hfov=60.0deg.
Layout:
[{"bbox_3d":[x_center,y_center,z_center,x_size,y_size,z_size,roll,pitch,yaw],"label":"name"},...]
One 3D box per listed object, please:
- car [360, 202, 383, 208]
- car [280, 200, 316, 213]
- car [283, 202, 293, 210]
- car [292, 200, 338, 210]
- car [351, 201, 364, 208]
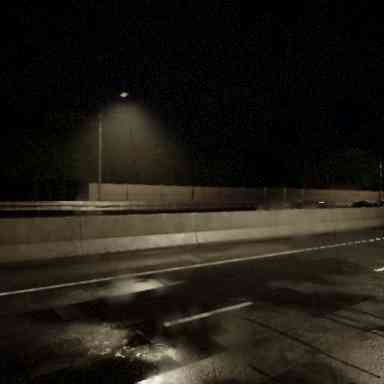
[{"bbox_3d":[20.593,2.009,35.878,4.718,1.301,1.895,1,0,-35],"label":"car"},{"bbox_3d":[14.158,1.880,44.184,5.008,1.535,1.882,1,0,-35],"label":"car"},{"bbox_3d":[13.050,1.866,39.097,4.892,1.490,1.837,1,0,-35],"label":"car"},{"bbox_3d":[13.331,1.886,35.002,5.357,1.411,2.033,1,0,-36],"label":"car"},{"bbox_3d":[27.428,2.145,53.665,4.181,1.385,1.994,1,0,-35],"label":"car"}]
